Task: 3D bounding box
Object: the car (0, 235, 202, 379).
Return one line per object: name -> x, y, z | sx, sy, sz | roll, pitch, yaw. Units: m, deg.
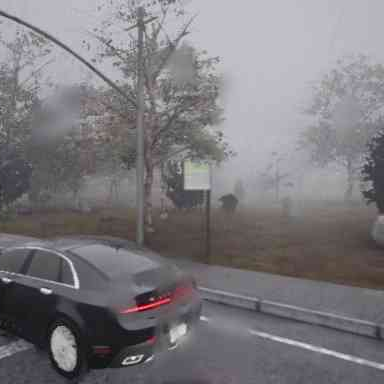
car -> -2.138, 1.492, 5.521 | 4.892, 1.490, 1.837 | 0, 0, 36
